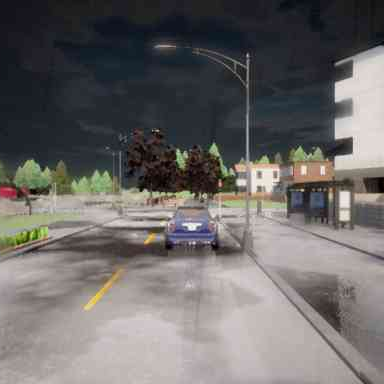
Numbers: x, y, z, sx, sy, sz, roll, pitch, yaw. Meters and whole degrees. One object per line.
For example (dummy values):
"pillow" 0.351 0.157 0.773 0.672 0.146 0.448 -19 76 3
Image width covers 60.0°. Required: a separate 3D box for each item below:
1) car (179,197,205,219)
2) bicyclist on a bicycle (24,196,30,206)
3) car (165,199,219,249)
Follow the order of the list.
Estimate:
"car" 0.000 1.365 29.620 2.097 1.767 4.553 0 0 0
"bicyclist on a bicycle" -23.434 1.347 47.185 0.582 1.620 1.656 0 0 0
"car" 0.000 1.365 14.620 2.097 1.767 4.553 0 0 0
